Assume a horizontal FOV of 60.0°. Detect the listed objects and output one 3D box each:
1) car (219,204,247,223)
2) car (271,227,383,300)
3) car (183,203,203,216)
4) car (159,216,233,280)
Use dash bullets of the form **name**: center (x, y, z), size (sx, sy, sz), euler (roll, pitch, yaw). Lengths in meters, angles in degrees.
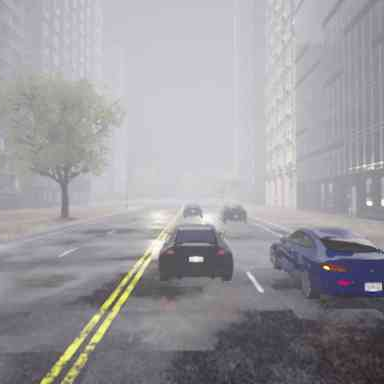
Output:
- **car**: center (3.358, 1.734, 27.897), size (1.882, 1.535, 5.008), euler (0, 0, 0)
- **car**: center (3.350, 1.604, 8.455), size (1.812, 1.442, 4.674), euler (0, 0, 0)
- **car**: center (0.109, 1.887, 35.064), size (1.994, 1.385, 4.181), euler (0, 0, 0)
- **car**: center (0.103, 1.660, 10.289), size (1.994, 1.385, 4.181), euler (0, 0, 0)
